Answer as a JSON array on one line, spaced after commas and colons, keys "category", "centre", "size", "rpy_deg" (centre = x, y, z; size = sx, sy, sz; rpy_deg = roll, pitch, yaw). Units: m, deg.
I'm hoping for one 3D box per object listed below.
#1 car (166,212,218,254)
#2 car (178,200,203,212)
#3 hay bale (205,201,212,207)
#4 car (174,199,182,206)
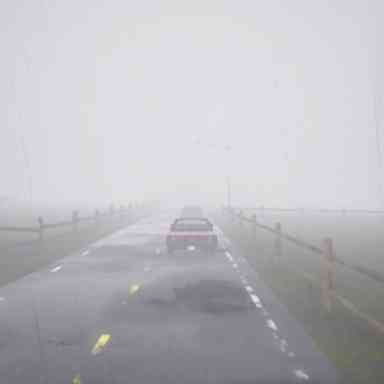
[{"category": "car", "centre": [-0.004, 1.735, 14.121], "size": [1.895, 1.301, 4.718], "rpy_deg": [0, -1, 0]}, {"category": "car", "centre": [-0.007, 1.759, 29.482], "size": [1.882, 1.535, 5.008], "rpy_deg": [0, 0, 0]}, {"category": "hay bale", "centre": [3.085, 2.274, 63.606], "size": [1.220, 1.180, 1.240], "rpy_deg": [-1, -1, 0]}, {"category": "car", "centre": [-2.788, 2.223, 71.787], "size": [2.128, 1.511, 4.902], "rpy_deg": [0, -1, 0]}]
